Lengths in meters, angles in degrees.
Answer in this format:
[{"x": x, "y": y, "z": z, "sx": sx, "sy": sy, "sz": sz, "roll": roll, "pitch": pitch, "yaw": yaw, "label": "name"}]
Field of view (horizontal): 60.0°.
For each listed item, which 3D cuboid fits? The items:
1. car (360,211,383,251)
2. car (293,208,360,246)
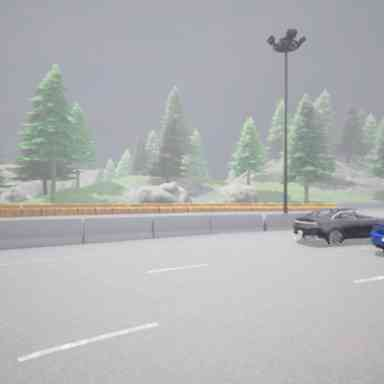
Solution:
[{"x": 8.845, "y": 1.441, "z": 11.884, "sx": 5.008, "sy": 1.535, "sz": 1.882, "roll": 0, "pitch": 0, "yaw": -17, "label": "car"}, {"x": 6.923, "y": 1.486, "z": 14.953, "sx": 4.902, "sy": 1.511, "sz": 2.128, "roll": 0, "pitch": 0, "yaw": -18, "label": "car"}]
